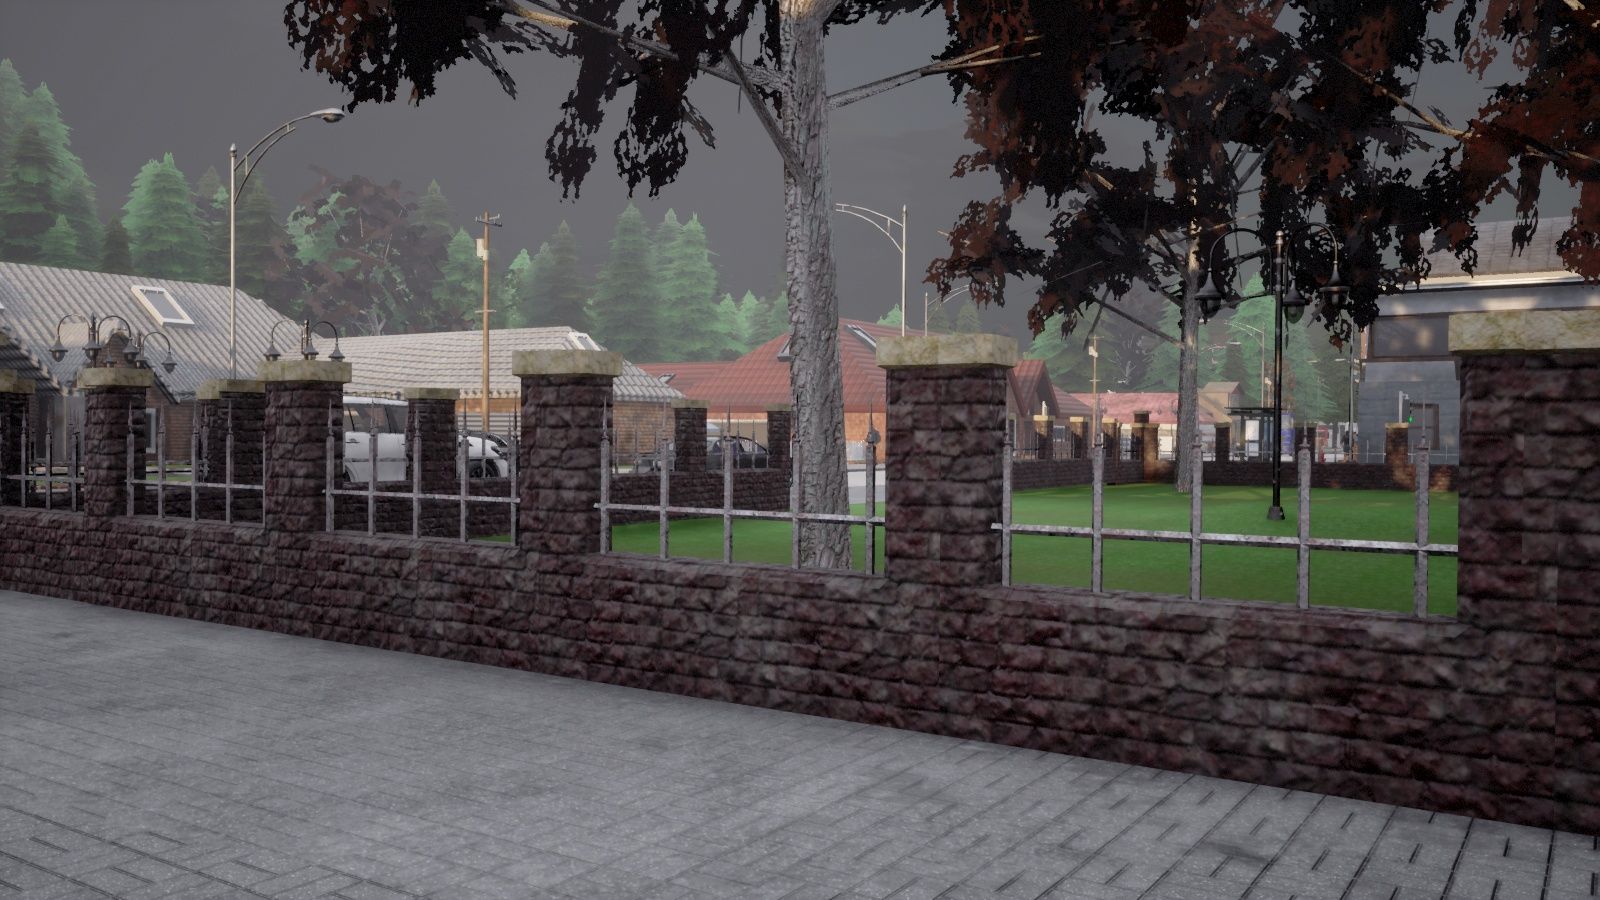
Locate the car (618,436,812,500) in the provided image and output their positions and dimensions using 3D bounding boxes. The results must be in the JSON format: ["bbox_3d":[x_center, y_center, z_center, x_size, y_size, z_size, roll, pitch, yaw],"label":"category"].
[{"bbox_3d":[-1.944,0.375,30.879,2.033,1.411,5.357,0,1,31],"label":"car"}]

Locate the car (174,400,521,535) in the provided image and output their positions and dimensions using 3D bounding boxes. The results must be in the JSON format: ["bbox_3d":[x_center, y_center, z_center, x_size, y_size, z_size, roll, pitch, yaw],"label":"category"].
[{"bbox_3d":[-7.683,0.219,22.017,2.150,2.045,5.566,0,1,32],"label":"car"}]

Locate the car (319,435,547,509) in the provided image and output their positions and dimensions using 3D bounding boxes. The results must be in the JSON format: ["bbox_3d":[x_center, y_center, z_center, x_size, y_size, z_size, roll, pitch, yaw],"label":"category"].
[{"bbox_3d":[-8.109,0.424,28.255,1.837,1.490,4.892,0,1,33],"label":"car"}]

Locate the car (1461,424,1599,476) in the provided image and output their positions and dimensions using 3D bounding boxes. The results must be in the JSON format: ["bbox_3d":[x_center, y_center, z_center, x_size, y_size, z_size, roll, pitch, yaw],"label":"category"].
[{"bbox_3d":[23.066,-0.023,38.337,5.008,1.535,1.882,0,1,30],"label":"car"}]
